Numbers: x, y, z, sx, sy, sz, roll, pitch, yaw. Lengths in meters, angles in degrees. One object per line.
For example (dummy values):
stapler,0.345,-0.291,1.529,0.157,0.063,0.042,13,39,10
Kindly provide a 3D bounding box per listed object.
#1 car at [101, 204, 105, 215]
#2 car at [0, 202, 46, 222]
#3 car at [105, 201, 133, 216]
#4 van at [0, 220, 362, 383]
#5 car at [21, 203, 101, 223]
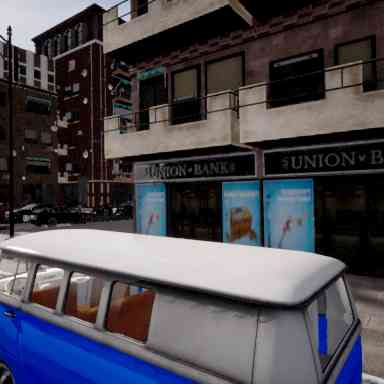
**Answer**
car,-8.820,1.798,36.408,1.947,1.339,4.313,-2,-1,36
car,-12.484,1.635,26.980,1.837,1.490,4.892,-1,-1,36
car,-6.349,1.681,35.390,2.128,1.511,4.902,-1,-1,36
van,-0.516,1.342,3.219,3.998,1.788,1.690,0,-1,35
car,-8.690,1.583,22.357,1.947,1.339,4.313,-2,-1,36
